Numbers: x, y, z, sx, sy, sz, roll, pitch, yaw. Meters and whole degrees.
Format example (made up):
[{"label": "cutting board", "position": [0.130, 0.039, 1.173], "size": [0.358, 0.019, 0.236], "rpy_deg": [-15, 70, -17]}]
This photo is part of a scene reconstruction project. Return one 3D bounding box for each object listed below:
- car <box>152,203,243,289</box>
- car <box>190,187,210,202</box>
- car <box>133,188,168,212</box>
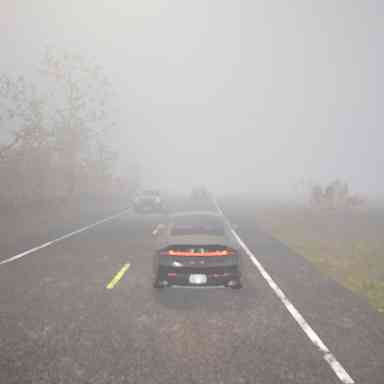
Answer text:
[{"label": "car", "position": [0.137, 1.236, 8.355], "size": [1.837, 1.490, 4.892], "rpy_deg": [0, 2, 1]}, {"label": "car", "position": [0.985, 0.187, 37.412], "size": [2.097, 1.767, 4.553], "rpy_deg": [0, 2, 4]}, {"label": "car", "position": [-3.164, 0.534, 26.022], "size": [2.097, 1.767, 4.553], "rpy_deg": [0, 2, 2]}]
